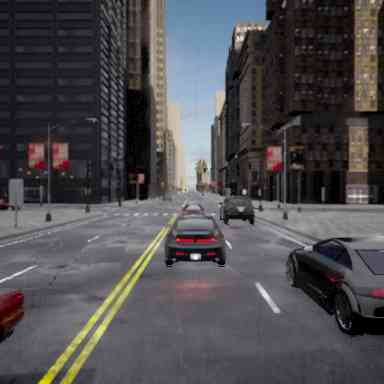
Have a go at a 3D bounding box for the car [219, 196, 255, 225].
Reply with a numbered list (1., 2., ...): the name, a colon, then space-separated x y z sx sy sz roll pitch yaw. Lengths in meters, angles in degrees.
1. car: 3.353 1.339 25.425 2.150 2.045 5.566 0 0 0

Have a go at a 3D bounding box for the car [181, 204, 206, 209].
1. car: 0.103 1.649 26.542 1.812 1.442 4.674 0 0 0

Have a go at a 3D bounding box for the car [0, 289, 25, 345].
1. car: -3.351 1.614 2.598 1.895 1.301 4.718 0 0 0

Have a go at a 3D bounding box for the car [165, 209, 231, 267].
1. car: 0.102 1.560 11.660 1.837 1.490 4.892 0 0 0

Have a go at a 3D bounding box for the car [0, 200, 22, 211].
1. car: -22.775 1.596 39.841 4.507 1.381 1.887 0 0 0

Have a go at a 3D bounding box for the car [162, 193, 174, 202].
1. car: -6.490 1.523 85.802 2.150 2.045 5.566 0 0 0

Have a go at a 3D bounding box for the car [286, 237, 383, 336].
1. car: 3.350 1.596 6.723 1.994 1.385 4.181 0 0 0
